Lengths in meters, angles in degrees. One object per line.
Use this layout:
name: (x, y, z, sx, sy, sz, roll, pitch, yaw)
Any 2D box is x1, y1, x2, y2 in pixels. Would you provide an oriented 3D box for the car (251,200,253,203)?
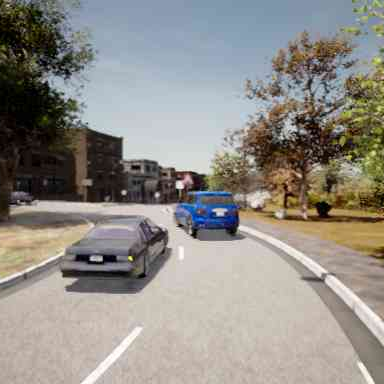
car: (7.766, 2.098, 58.882, 5.008, 1.535, 2.097, 1, -3, 17)

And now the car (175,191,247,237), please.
car: (0.569, 0.971, 16.866, 2.150, 2.045, 5.566, 0, 1, -14)

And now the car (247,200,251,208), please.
car: (6.975, 1.954, 56.247, 4.892, 1.521, 2.231, 1, -3, 17)

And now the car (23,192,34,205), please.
car: (-20.307, 0.693, 37.696, 4.902, 1.511, 2.128, 1, 1, 16)

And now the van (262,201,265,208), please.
van: (15.787, 3.158, 85.213, 4.442, 1.987, 1.878, 1, -2, 17)

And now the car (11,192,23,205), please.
car: (-20.766, 0.806, 34.457, 5.357, 1.411, 2.033, 2, 2, 16)

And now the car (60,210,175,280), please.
car: (-1.934, 1.455, 9.861, 2.033, 1.411, 5.357, 0, 1, 4)

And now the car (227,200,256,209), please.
car: (9.963, 2.515, 66.840, 5.366, 1.575, 1.946, 1, -3, 17)

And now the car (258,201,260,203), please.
car: (11.692, 2.660, 72.066, 4.553, 1.767, 2.185, 1, -2, 17)

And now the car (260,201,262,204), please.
car: (13.302, 3.074, 77.327, 4.674, 1.452, 2.002, 1, -2, 17)

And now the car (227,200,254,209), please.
car: (9.377, 2.413, 64.136, 4.792, 1.488, 2.163, 1, -3, 17)
